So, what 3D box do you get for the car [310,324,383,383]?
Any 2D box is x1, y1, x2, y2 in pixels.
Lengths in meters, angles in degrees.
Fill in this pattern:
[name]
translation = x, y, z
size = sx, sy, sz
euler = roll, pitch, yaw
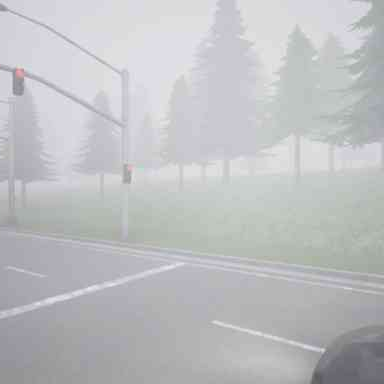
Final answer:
[car]
translation = 3.158, 1.503, 1.734
size = 4.892, 1.490, 1.837
euler = 0, 0, 35
